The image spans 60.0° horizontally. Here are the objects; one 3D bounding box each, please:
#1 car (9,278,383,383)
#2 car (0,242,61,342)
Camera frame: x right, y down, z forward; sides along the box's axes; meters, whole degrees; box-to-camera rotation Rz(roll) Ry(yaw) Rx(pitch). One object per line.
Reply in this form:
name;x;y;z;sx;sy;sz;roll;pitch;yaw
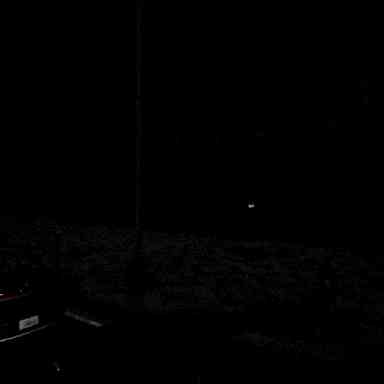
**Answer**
car;0.588;1.582;2.544;4.206;1.307;1.802;0;0;36
car;-3.999;1.547;5.819;4.403;1.369;2.008;0;0;36
